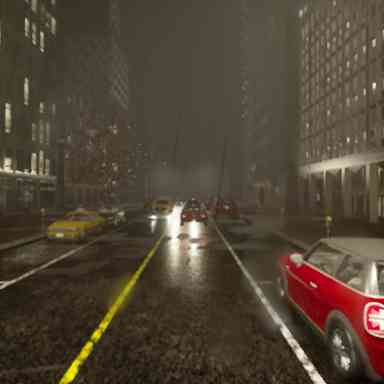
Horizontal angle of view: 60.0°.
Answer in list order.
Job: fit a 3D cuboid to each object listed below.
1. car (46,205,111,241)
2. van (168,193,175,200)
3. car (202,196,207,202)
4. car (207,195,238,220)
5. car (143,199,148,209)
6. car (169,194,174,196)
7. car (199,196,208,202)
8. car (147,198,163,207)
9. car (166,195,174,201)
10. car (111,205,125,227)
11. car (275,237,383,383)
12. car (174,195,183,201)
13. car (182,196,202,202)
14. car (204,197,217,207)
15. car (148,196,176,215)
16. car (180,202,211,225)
[{"bbox_3d":[-5.670,1.531,16.686,1.752,1.417,4.829,0,0,0],"label":"car"},{"bbox_3d":[-5.592,1.315,90.857,1.690,1.788,3.998,0,0,0],"label":"van"},{"bbox_3d":[2.736,1.321,39.607,2.192,1.841,5.009,0,0,0],"label":"car"},{"bbox_3d":[2.724,1.322,28.222,2.192,1.841,5.009,0,0,0],"label":"car"},{"bbox_3d":[-5.640,1.555,45.319,2.008,1.369,4.403,0,0,0],"label":"car"},{"bbox_3d":[-5.611,1.539,73.781,2.008,1.369,4.403,0,0,0],"label":"car"},{"bbox_3d":[2.776,1.550,79.451,1.947,1.339,4.313,0,0,0],"label":"car"},{"bbox_3d":[-5.634,1.568,51.012,1.947,1.339,4.313,0,0,0],"label":"car"},{"bbox_3d":[-5.599,1.523,85.165,1.887,1.381,4.507,0,0,0],"label":"car"},{"bbox_3d":[-5.664,1.557,22.550,2.008,1.369,4.403,0,0,0],"label":"car"},{"bbox_3d":[2.699,1.443,5.453,1.967,1.590,4.097,0,0,0],"label":"car"},{"bbox_3d":[-2.920,1.390,76.433,2.128,1.511,4.902,0,0,0],"label":"car"},{"bbox_3d":[0.145,1.569,42.406,1.994,1.385,4.181,0,0,0],"label":"car"},{"bbox_3d":[2.747,1.528,51.160,1.752,1.417,4.829,0,0,0],"label":"car"},{"bbox_3d":[-3.061,1.484,34.801,1.882,1.535,5.008,0,0,0],"label":"car"},{"bbox_3d":[0.126,1.608,23.928,1.895,1.301,4.718,0,0,0],"label":"car"}]
